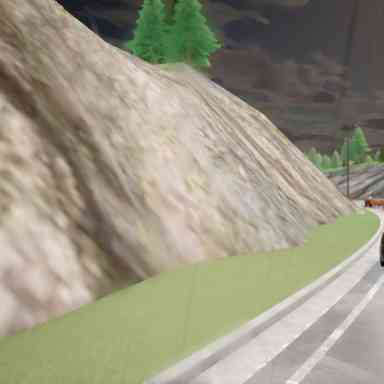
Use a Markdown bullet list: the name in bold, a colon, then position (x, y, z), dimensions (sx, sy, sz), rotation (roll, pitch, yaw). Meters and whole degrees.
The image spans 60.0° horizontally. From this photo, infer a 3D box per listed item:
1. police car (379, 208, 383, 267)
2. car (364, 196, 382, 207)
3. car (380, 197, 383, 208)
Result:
- **police car**: position (7.358, 1.424, 10.715), dimensions (1.930, 1.638, 5.238), rotation (0, 0, 36)
- **car**: position (27.471, 1.345, 50.021), dimensions (2.097, 1.767, 4.553), rotation (0, 0, 17)
- **car**: position (23.709, 1.559, 38.774), dimensions (1.994, 1.385, 4.181), rotation (0, 0, 20)
